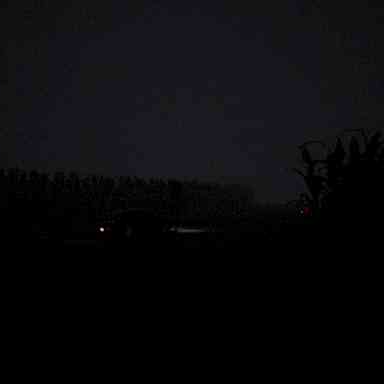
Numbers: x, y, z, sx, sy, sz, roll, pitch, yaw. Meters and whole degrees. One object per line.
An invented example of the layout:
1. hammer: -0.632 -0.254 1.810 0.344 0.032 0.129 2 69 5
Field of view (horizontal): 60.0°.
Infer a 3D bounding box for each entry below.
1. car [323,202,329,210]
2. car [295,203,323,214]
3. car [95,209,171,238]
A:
1. car: 21.277 2.318 52.048 1.812 1.442 4.674 -1 -1 37
2. car: 15.278 2.257 43.890 1.895 1.301 4.718 -1 -1 37
3. car: -3.197 1.724 19.117 1.837 1.490 4.892 -1 -1 37
